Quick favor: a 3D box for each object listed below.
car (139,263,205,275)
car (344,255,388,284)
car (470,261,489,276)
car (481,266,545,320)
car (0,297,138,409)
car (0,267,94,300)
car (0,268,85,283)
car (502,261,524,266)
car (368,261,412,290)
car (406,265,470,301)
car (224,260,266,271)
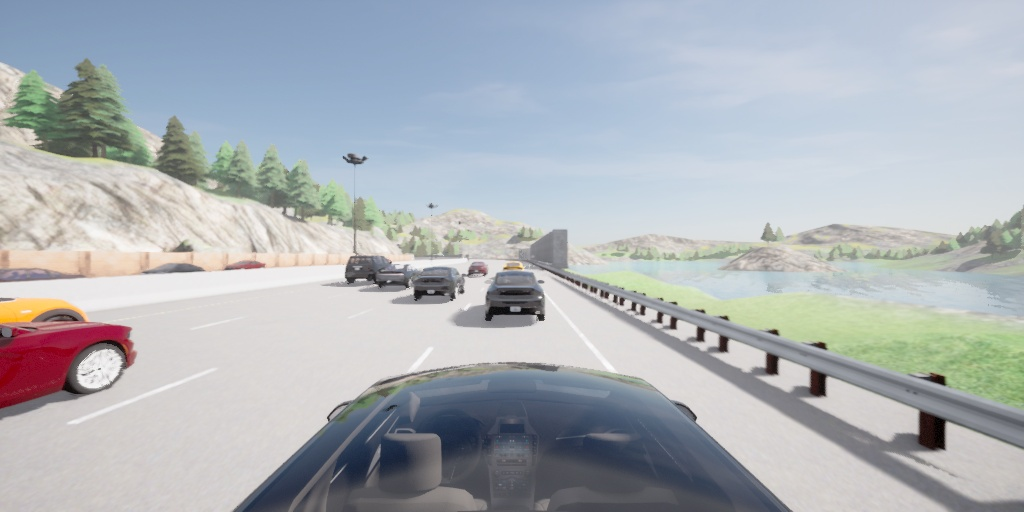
[{"bbox_3d":[-28.099,1.278,29.846,1.812,1.442,4.674,0,0,0],"label":"car"},{"bbox_3d":[-10.403,0.973,26.770,2.150,2.045,5.566,0,0,0],"label":"car"},{"bbox_3d":[-3.405,1.277,36.601,1.812,1.442,4.674,0,0,0],"label":"car"},{"bbox_3d":[0.099,1.255,12.558,1.837,1.490,4.892,0,0,0],"label":"car"},{"bbox_3d":[-6.901,1.228,3.596,1.882,1.535,5.008,0,0,0],"label":"car"},{"bbox_3d":[-24.603,1.299,17.572,2.033,1.411,5.357,0,0,0],"label":"car"},{"bbox_3d":[-10.401,1.103,5.998,2.097,1.767,4.553,0,0,0],"label":"car"},{"bbox_3d":[0.096,1.229,32.406,1.882,1.535,5.008,0,0,0],"label":"car"},{"bbox_3d":[-6.902,1.243,22.568,2.128,1.511,4.902,0,0,0],"label":"car"},{"bbox_3d":[-3.401,1.256,17.464,1.837,1.490,4.892,0,0,0],"label":"car"},{"bbox_3d":[-31.580,1.231,42.598,1.882,1.535,5.008,0,0,0],"label":"car"}]
